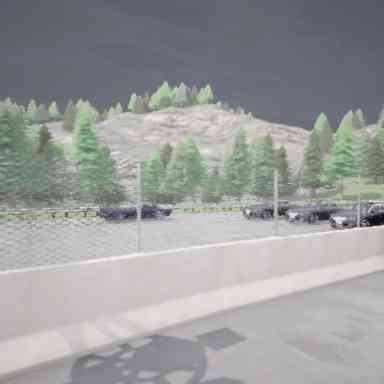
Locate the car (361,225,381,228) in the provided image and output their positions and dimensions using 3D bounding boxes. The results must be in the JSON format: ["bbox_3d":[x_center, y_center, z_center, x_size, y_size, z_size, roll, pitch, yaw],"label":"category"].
[{"bbox_3d":[9.937,1.362,19.201,4.902,1.511,2.128,0,1,-34],"label":"car"}]
